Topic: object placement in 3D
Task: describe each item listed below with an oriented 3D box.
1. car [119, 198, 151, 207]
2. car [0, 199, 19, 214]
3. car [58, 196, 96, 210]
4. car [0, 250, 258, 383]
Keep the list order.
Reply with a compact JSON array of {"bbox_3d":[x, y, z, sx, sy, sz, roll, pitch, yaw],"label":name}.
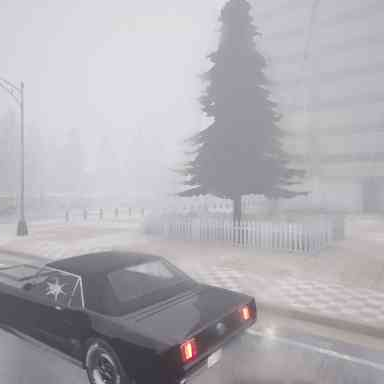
[{"bbox_3d":[-8.490,1.547,50.392,2.033,1.411,5.357,0,0,36],"label":"car"},{"bbox_3d":[-20.406,1.478,33.896,1.882,1.535,5.008,0,0,36],"label":"car"},{"bbox_3d":[-14.505,1.352,42.068,2.097,1.767,4.553,0,0,36],"label":"car"},{"bbox_3d":[-1.538,1.601,5.108,4.718,1.301,1.895,0,0,36],"label":"car"}]
